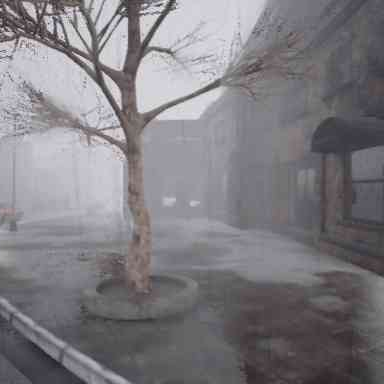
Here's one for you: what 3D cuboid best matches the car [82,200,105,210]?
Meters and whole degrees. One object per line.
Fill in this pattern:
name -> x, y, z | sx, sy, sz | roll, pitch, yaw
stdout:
car -> -16.514, 2.155, 55.825 | 2.097, 1.767, 4.553 | 1, -1, 13

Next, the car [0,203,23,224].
car -> -16.085, 1.698, 28.193 | 2.097, 1.767, 4.553 | 1, -1, -8
